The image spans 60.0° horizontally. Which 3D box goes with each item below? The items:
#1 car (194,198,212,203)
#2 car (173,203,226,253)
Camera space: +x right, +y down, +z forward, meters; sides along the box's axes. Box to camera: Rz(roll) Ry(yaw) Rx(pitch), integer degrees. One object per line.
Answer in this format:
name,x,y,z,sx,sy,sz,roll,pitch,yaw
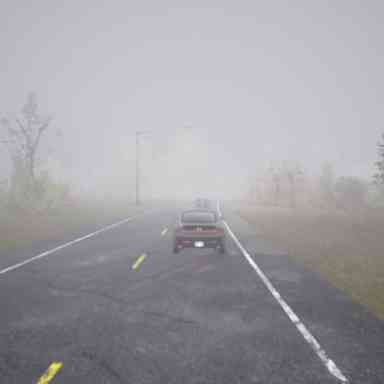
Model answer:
car,1.127,1.295,34.491,2.033,1.411,5.357,0,0,3
car,0.287,1.407,13.168,1.837,1.490,4.892,0,1,1
